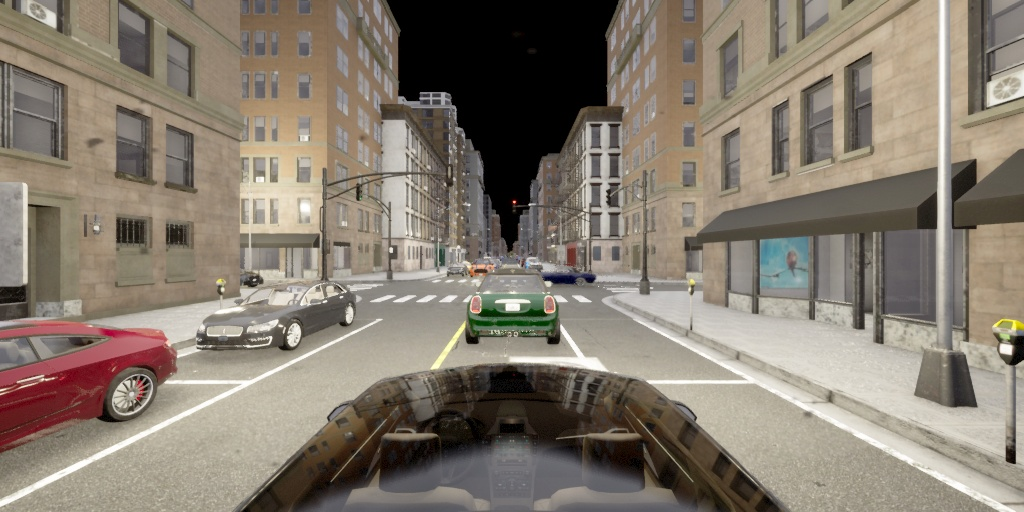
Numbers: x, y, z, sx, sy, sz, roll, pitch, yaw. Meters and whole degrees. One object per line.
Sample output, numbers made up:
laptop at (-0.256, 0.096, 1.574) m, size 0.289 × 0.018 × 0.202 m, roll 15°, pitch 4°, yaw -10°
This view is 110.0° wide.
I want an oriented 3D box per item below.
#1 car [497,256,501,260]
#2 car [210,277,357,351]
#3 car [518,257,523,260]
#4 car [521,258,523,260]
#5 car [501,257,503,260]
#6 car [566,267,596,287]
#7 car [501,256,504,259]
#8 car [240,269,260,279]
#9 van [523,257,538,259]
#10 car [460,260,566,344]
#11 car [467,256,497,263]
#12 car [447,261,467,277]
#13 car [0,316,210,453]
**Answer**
car at (-2.852, 1.098, 44.607) m, size 2.097 × 1.767 × 4.553 m, roll 0°, pitch 0°, yaw -1°
car at (-5.391, 1.300, 8.867) m, size 2.007 × 1.370 × 4.403 m, roll 0°, pitch 0°, yaw 0°
car at (2.625, 1.059, 62.778) m, size 2.192 × 1.841 × 5.009 m, roll 0°, pitch 0°, yaw 0°
car at (2.626, 1.327, 51.966) m, size 1.802 × 1.307 × 4.207 m, roll 0°, pitch 0°, yaw 0°
car at (-2.841, 1.250, 54.766) m, size 1.837 × 1.490 × 4.892 m, roll 0°, pitch 0°, yaw 0°
car at (3.110, 1.369, 24.087) m, size 4.718 × 1.301 × 1.895 m, roll 0°, pitch 0°, yaw 0°
car at (-2.824, 1.270, 65.041) m, size 1.812 × 1.442 × 4.674 m, roll 0°, pitch 0°, yaw 1°
car at (-17.150, 1.224, 21.099) m, size 4.181 × 1.385 × 1.994 m, roll 0°, pitch 0°, yaw 0°
van at (2.626, 1.086, 46.559) m, size 1.690 × 1.789 × 3.998 m, roll 0°, pitch 0°, yaw 0°
car at (0.038, 1.102, 9.711) m, size 2.097 × 1.767 × 4.553 m, roll 0°, pitch 0°, yaw 1°
car at (-2.832, 1.099, 34.684) m, size 2.097 × 1.767 × 4.553 m, roll 0°, pitch 0°, yaw 0°
car at (-5.401, 1.297, 35.743) m, size 2.007 × 1.370 × 4.403 m, roll 0°, pitch 0°, yaw 0°
car at (-5.389, 1.332, 3.186) m, size 1.802 × 1.307 × 4.207 m, roll 0°, pitch 0°, yaw 0°
